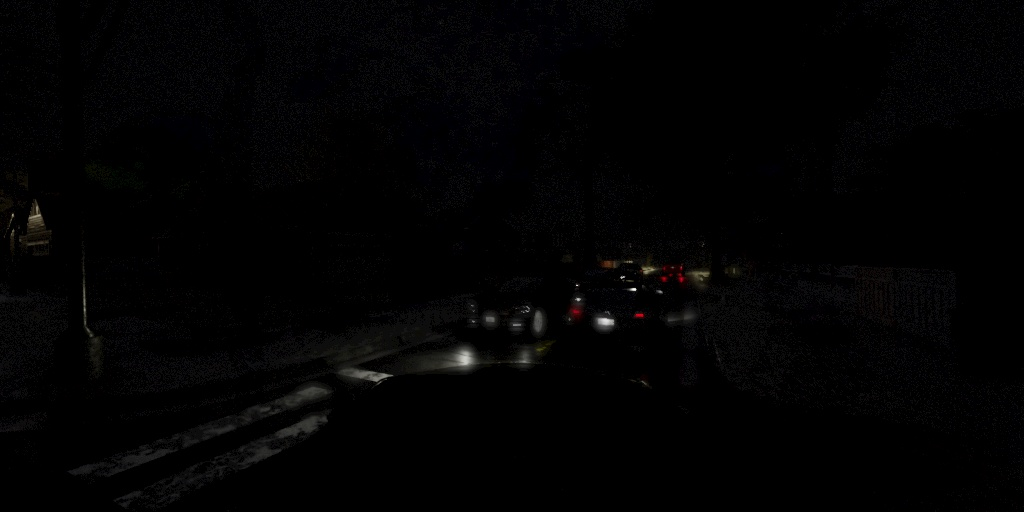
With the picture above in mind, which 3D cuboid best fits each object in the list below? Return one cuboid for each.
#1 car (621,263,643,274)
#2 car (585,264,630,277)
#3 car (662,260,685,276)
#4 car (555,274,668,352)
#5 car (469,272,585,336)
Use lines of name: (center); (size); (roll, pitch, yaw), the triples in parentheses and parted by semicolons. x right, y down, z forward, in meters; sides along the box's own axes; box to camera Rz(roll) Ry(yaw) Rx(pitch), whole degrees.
car: (9.405, 1.323, 28.896); (1.837, 1.490, 4.892); (-1, -1, 27)
car: (4.950, 1.351, 19.915); (2.033, 1.411, 5.357); (-1, 0, 25)
car: (17.085, 1.178, 37.893); (2.097, 1.767, 4.553); (-1, -1, 27)
car: (2.815, 1.323, 9.158); (1.994, 1.385, 4.181); (-1, 0, 26)
car: (0.566, 1.281, 11.042); (1.882, 1.535, 5.008); (-1, 0, 26)
